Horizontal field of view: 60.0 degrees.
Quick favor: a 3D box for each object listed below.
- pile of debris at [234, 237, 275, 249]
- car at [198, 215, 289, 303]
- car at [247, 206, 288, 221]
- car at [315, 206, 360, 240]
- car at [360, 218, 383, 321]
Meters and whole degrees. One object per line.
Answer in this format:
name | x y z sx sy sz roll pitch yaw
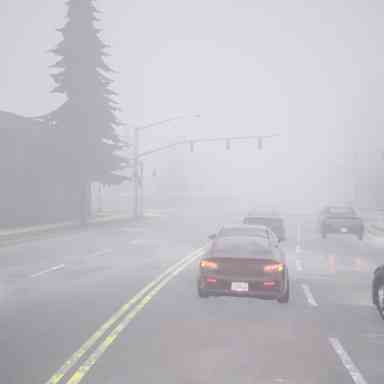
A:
pile of debris | 2.728 2.175 14.287 1.500 0.140 1.860 0 0 18
car | 1.323 1.526 8.200 1.812 1.442 4.674 0 0 12
car | 3.827 1.478 17.116 1.882 1.535 5.008 0 0 18
car | 7.541 1.491 17.199 2.128 1.511 4.902 0 0 17
car | 4.152 1.352 4.172 2.097 1.767 4.553 0 0 6
